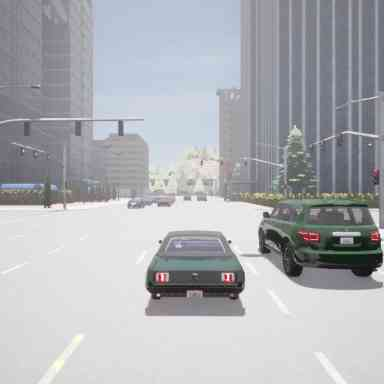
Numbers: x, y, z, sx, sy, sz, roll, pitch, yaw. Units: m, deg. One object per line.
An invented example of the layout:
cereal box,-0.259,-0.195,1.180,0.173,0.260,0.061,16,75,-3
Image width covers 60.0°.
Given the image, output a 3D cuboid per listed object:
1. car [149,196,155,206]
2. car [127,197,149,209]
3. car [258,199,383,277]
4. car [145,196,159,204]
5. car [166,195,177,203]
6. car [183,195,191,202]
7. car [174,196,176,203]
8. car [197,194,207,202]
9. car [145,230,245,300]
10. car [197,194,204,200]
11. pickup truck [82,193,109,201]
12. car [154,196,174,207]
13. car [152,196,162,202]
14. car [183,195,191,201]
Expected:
car,-7.862,1.526,56.009,1.812,1.442,4.674,0,0,-1
car,-7.796,1.491,46.754,2.128,1.511,4.902,0,0,1
car,3.589,1.221,10.395,2.150,2.045,5.566,0,0,0
car,-7.949,1.491,66.215,2.128,1.511,4.902,0,0,0
car,-4.509,1.524,72.399,2.128,1.511,4.902,0,0,-1
car,-1.094,1.500,78.563,1.837,1.490,4.892,0,0,-1
car,-4.419,1.601,61.945,1.895,1.301,4.718,0,0,0
car,2.402,1.348,78.831,2.097,1.767,4.553,0,0,-1
car,0.077,1.601,8.367,1.895,1.301,4.718,0,0,0
car,2.259,1.386,89.111,1.882,1.535,5.008,0,0,-1
pickup truck,-21.147,1.059,73.429,2.390,2.098,6.274,0,0,30
car,-4.301,1.478,51.839,1.882,1.535,5.008,0,0,-1
car,-8.065,1.588,76.395,1.895,1.301,4.718,0,0,-1
car,-1.238,1.540,88.917,2.033,1.411,5.357,0,0,-1
